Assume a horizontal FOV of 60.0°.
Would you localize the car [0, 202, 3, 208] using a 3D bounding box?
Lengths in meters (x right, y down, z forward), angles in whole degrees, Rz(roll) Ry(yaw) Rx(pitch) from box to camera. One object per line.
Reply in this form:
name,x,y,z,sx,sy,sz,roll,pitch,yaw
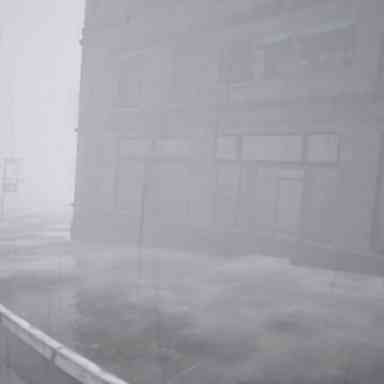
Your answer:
car,-25.760,1.516,42.262,1.895,1.301,4.718,4,-1,-12
